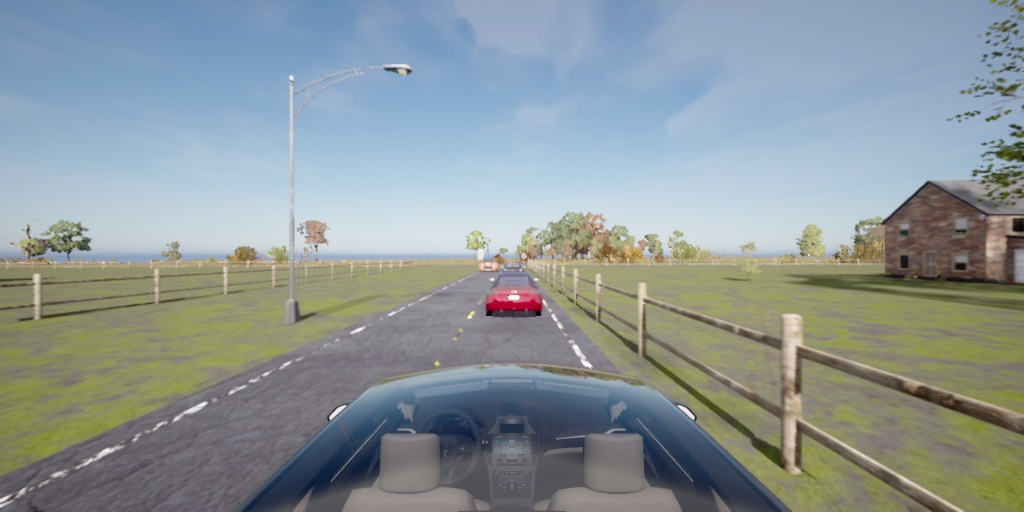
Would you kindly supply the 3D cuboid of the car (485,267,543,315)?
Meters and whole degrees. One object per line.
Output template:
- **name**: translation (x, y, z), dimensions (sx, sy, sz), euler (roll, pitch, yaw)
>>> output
- **car**: translation (0.075, 1.301, 13.522), dimensions (1.994, 1.385, 4.181), euler (0, 0, 0)

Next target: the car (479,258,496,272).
- **car**: translation (-2.821, 1.052, 44.136), dimensions (2.097, 1.767, 4.553), euler (0, 0, 0)

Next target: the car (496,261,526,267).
- **car**: translation (0.084, 1.213, 28.750), dimensions (2.128, 1.511, 4.902), euler (0, 0, 0)
